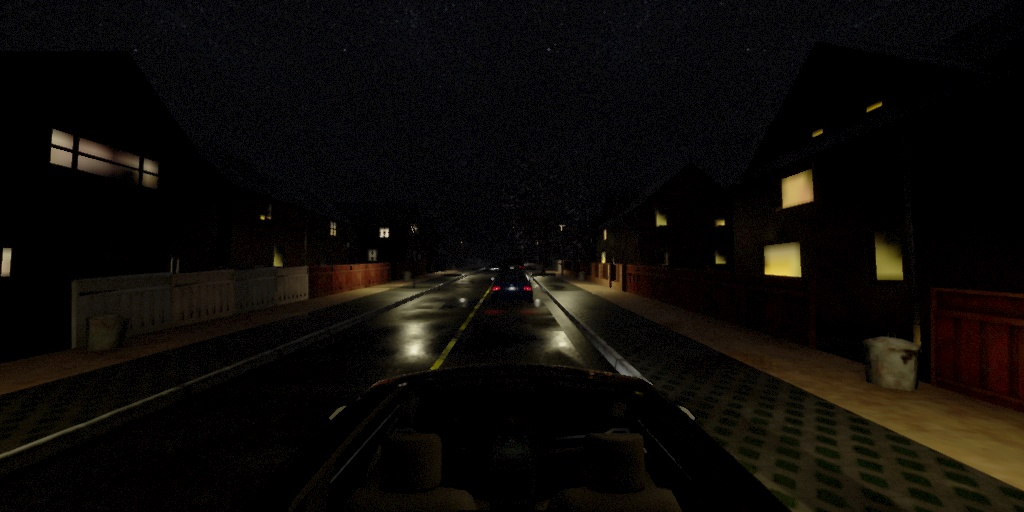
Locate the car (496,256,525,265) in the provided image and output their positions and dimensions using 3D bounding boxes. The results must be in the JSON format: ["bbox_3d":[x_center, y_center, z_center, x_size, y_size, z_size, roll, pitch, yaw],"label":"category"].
[{"bbox_3d":[0.000,1.060,31.579,2.150,2.045,5.566,0,0,0],"label":"car"}]

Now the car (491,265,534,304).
[{"bbox_3d":[-0.001,1.333,16.522,2.033,1.411,5.357,0,0,0],"label":"car"}]
